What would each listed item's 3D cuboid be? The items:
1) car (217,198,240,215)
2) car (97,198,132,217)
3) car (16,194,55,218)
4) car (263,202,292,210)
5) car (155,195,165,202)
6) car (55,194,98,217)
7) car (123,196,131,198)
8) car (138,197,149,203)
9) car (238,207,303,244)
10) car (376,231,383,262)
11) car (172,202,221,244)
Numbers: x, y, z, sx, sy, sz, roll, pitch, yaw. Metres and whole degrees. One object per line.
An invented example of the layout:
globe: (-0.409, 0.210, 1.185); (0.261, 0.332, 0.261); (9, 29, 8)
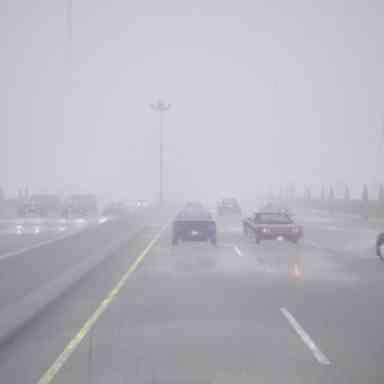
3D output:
car: (3.604, 1.360, 33.489); (2.097, 1.767, 4.553); (0, 0, 0)
car: (-7.091, 1.571, 31.204); (1.994, 1.385, 4.181); (0, 0, 0)
car: (-14.094, 1.229, 31.061); (2.150, 2.045, 5.566); (0, 0, 0)
car: (7.103, 1.553, 28.434); (2.033, 1.411, 5.357); (0, 0, 0)
car: (-6.993, 1.487, 72.644); (1.812, 1.442, 4.674); (0, 0, 0)
car: (-10.594, 1.230, 31.580); (2.150, 2.045, 5.566); (0, 0, 0)
car: (-13.992, 1.610, 71.212); (1.812, 1.442, 4.674); (0, 0, 0)
car: (-10.493, 1.660, 71.607); (1.895, 1.301, 4.718); (0, 0, 0)
car: (3.601, 1.603, 15.801); (1.895, 1.301, 4.718); (0, 0, 0)
car: (7.101, 1.353, 9.080); (2.097, 1.767, 4.553); (0, 0, 0)
car: (0.101, 1.479, 15.753); (1.882, 1.535, 5.008); (0, 0, 0)
